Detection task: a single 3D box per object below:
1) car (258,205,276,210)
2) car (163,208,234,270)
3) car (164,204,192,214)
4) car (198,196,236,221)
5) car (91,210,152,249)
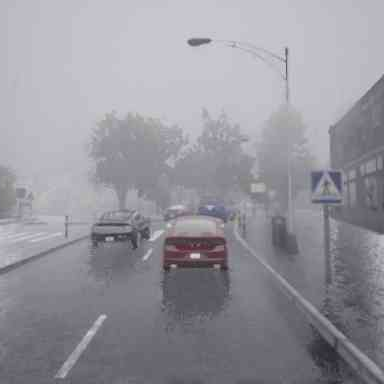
[{"bbox_3d":[19.009,4.127,83.470,4.892,1.490,1.837,-3,-6,37],"label":"car"},{"bbox_3d":[0.135,1.535,11.261,1.882,1.535,5.008,0,0,1],"label":"car"},{"bbox_3d":[-0.832,1.755,27.675,1.812,1.442,4.674,-2,-3,18],"label":"car"},{"bbox_3d":[2.003,1.351,25.959,2.150,2.045,5.566,-1,-2,16],"label":"car"},{"bbox_3d":[-3.002,1.566,14.908,2.128,1.511,4.902,0,0,2],"label":"car"}]
